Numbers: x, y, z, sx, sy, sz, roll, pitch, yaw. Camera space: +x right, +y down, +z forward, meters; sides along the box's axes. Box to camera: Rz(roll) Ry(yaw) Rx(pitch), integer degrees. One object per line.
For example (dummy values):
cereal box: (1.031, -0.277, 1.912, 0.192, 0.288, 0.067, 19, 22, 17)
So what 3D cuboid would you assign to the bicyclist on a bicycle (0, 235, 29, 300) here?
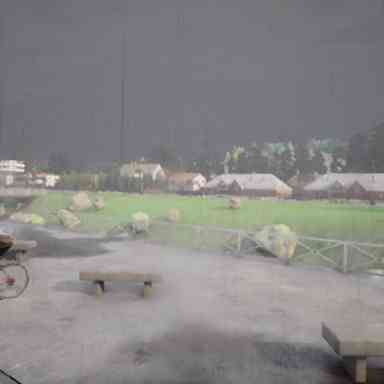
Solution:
bicyclist on a bicycle: (-3.629, 1.196, 5.770, 0.582, 1.620, 1.656, 2, 1, 36)
